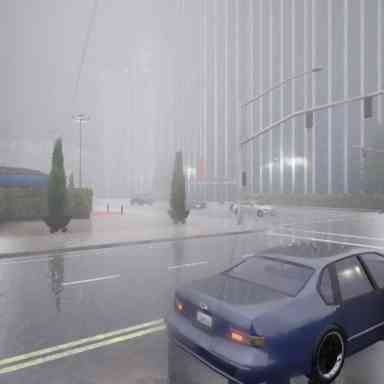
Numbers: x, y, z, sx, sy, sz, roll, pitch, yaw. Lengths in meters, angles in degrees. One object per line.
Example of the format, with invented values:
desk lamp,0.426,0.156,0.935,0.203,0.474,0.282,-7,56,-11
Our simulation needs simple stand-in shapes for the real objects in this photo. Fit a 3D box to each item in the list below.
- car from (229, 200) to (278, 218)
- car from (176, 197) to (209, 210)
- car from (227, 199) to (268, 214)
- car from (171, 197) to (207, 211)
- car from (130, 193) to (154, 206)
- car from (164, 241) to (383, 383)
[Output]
car,5.755,1.526,30.845,1.812,1.442,4.674,0,0,-36
car,-0.005,1.478,44.709,1.882,1.535,5.008,0,0,-36
car,6.029,1.564,36.386,1.994,1.385,4.181,0,0,-36
car,-0.713,1.493,39.723,2.128,1.511,4.902,0,0,-36
car,-8.552,1.223,56.574,2.150,2.045,5.566,0,0,-35
car,2.203,1.547,5.375,5.357,1.411,2.033,0,0,-35
